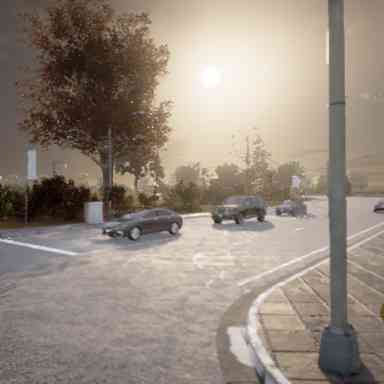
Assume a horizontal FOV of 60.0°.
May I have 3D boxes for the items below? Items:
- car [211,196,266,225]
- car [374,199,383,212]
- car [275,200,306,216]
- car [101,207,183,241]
[{"bbox_3d":[3.712,1.318,25.630,2.150,2.045,5.566,-1,0,38],"label":"car"},{"bbox_3d":[21.879,1.505,37.570,1.994,1.385,4.181,-1,0,36],"label":"car"},{"bbox_3d":[10.126,1.566,33.840,1.837,1.490,4.892,-1,0,37],"label":"car"},{"bbox_3d":[-2.530,1.616,17.803,1.837,1.490,4.892,-1,0,39],"label":"car"}]
